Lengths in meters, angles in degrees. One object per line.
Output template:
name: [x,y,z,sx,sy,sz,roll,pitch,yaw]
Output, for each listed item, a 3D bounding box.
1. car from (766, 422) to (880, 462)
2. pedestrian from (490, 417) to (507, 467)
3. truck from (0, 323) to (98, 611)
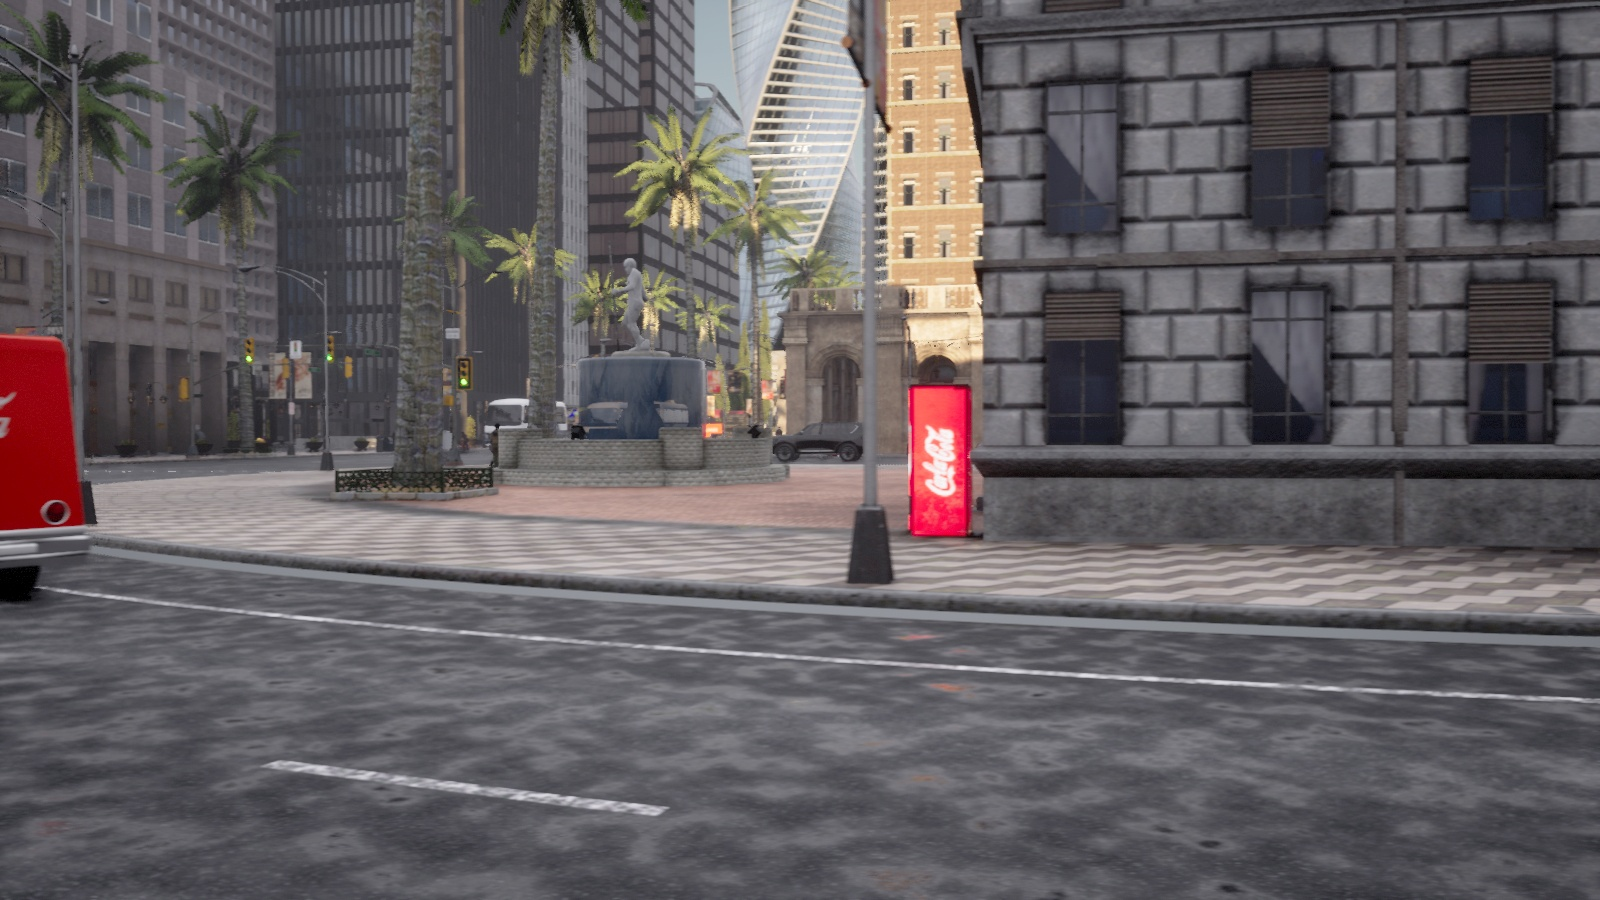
car: [1.199,-0.429,64.768,5.566,2.045,2.150,0,1,11]
pedestrian: [-11.848,-0.310,49.305,0.396,1.930,0.692,0,1,10]
truck: [-9.307,0.124,11.818,5.204,2.467,2.627,1,1,34]
